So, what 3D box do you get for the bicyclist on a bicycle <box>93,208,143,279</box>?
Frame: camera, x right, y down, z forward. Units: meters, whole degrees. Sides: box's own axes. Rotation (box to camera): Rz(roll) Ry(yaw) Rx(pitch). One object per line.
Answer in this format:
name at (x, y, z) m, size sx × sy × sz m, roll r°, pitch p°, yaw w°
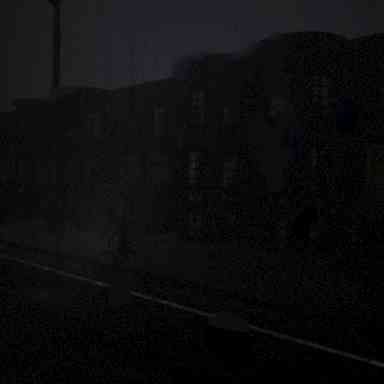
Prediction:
bicyclist on a bicycle at (-1.828, 1.190, 8.196) m, size 0.582 × 1.620 × 1.656 m, roll 2°, pitch 11°, yaw 36°
